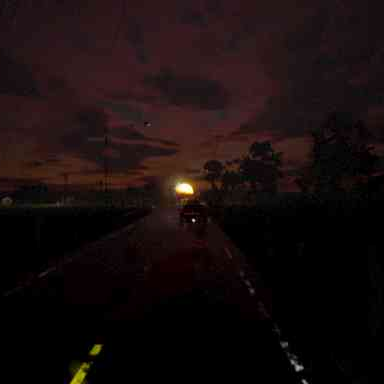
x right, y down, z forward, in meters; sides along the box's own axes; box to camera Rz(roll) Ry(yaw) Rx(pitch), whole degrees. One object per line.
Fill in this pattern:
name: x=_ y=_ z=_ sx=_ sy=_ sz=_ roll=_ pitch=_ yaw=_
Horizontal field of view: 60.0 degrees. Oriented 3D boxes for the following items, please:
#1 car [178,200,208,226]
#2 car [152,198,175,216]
car: x=0.104 y=1.588 z=23.867 sx=1.837 sy=1.490 sz=4.892 roll=0 pitch=0 yaw=0
car: x=-2.837 y=1.478 z=33.984 sx=2.097 sy=1.767 sz=4.553 roll=0 pitch=0 yaw=0
